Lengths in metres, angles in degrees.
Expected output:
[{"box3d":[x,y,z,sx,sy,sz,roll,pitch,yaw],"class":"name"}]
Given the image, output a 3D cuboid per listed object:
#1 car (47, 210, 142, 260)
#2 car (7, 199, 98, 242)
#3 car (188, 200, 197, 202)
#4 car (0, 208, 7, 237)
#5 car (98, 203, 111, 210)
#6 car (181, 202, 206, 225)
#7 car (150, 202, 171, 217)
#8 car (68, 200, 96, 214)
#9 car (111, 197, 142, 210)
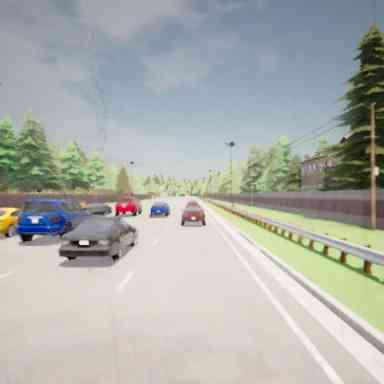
[{"box3d":[-3.397,1.665,12.971,2.033,1.411,5.357,0,0,0],"class":"car"},{"box3d":[-6.985,1.383,17.519,2.150,2.045,5.566,0,0,0],"class":"car"},{"box3d":[0.112,1.991,51.662,1.812,1.442,4.674,0,0,0],"class":"car"},{"box3d":[-10.467,1.650,19.091,1.882,1.535,5.008,0,0,1],"class":"car"},{"box3d":[-10.409,1.906,37.817,1.994,1.385,4.181,0,0,0],"class":"car"},{"box3d":[0.108,1.765,26.518,1.812,1.442,4.674,0,0,0],"class":"car"},{"box3d":[-3.394,1.804,36.153,1.882,1.535,5.008,0,0,0],"class":"car"},{"box3d":[-13.891,1.857,42.145,1.882,1.535,5.008,0,0,0],"class":"car"},{"box3d":[-6.913,1.553,36.583,2.150,2.045,5.566,0,0,0],"class":"car"}]
